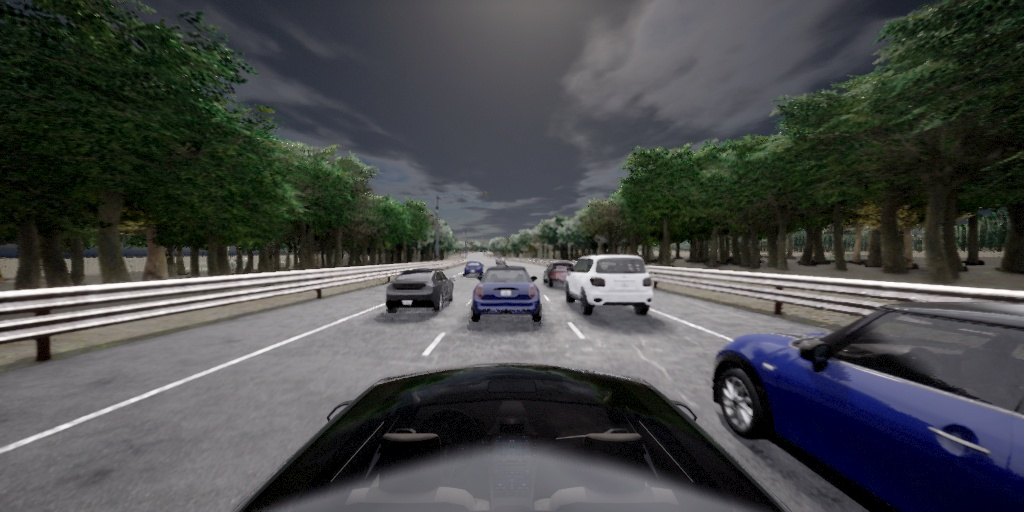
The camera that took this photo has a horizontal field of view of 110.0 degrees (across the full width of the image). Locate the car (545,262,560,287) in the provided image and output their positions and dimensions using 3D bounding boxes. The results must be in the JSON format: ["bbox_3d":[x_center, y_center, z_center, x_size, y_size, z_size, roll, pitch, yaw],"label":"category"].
[{"bbox_3d":[3.269,1.190,24.754,2.033,1.649,4.856,0,0,-1],"label":"car"}]

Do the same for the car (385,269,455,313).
[{"bbox_3d":[-3.456,1.261,14.139,1.837,1.490,4.892,0,0,-1],"label":"car"}]

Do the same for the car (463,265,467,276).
[{"bbox_3d":[-3.936,1.301,37.485,1.812,1.442,4.674,0,0,-2],"label":"car"}]

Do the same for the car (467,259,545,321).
[{"bbox_3d":[-0.169,1.106,12.663,2.097,1.767,4.553,0,0,0],"label":"car"}]

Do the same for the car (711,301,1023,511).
[{"bbox_3d":[3.503,1.101,2.565,2.097,1.767,4.553,0,0,0],"label":"car"}]

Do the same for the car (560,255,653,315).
[{"bbox_3d":[3.435,0.974,13.705,2.150,2.045,5.566,0,0,-1],"label":"car"}]
